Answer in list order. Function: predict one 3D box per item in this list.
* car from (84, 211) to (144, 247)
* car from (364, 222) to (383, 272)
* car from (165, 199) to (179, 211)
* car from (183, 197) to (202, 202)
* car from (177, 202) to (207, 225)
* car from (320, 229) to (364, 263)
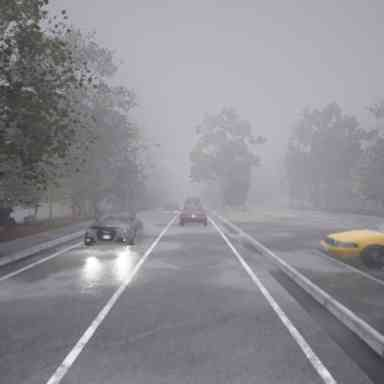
[{"bbox_3d":[-3.348,1.574,14.963,1.994,1.385,4.181,0,0,0],"label":"car"},{"bbox_3d":[7.090,1.443,7.721,4.892,1.521,2.231,0,0,0],"label":"car"},{"bbox_3d":[-3.310,2.115,55.916,2.150,2.045,5.566,0,-2,1],"label":"car"},{"bbox_3d":[0.103,1.680,41.196,2.150,2.045,5.566,0,-2,0],"label":"car"},{"bbox_3d":[0.103,1.682,25.112,1.994,1.385,4.181,0,-1,0],"label":"car"},{"bbox_3d":[6.901,1.441,10.490,5.366,1.575,1.946,0,0,0],"label":"car"}]
